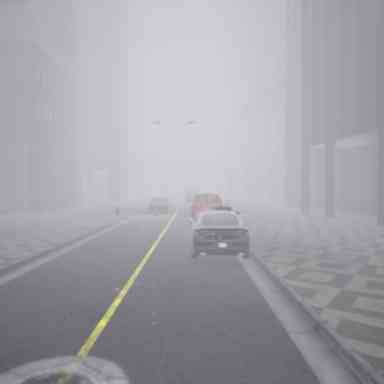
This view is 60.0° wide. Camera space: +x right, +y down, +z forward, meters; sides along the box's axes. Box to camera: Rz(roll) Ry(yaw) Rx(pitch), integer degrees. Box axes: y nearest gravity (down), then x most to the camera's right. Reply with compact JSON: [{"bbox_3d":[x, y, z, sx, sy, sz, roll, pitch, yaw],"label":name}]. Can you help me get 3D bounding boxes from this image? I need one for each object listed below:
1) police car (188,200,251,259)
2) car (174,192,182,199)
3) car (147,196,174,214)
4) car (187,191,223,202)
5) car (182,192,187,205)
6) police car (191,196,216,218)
[{"bbox_3d":[0.902,1.335,12.347,1.930,1.638,5.238,0,0,0],"label":"police car"},{"bbox_3d":[-2.990,0.793,73.368,1.994,1.385,4.181,0,1,0],"label":"car"},{"bbox_3d":[-3.089,1.215,31.842,1.882,1.535,5.008,0,0,0],"label":"car"},{"bbox_3d":[0.903,1.051,22.264,2.150,2.045,5.566,0,1,0],"label":"car"},{"bbox_3d":[0.011,0.794,49.239,2.150,2.045,5.566,0,1,0],"label":"car"},{"bbox_3d":[0.904,1.196,28.346,1.930,1.638,5.238,0,1,0],"label":"police car"}]
